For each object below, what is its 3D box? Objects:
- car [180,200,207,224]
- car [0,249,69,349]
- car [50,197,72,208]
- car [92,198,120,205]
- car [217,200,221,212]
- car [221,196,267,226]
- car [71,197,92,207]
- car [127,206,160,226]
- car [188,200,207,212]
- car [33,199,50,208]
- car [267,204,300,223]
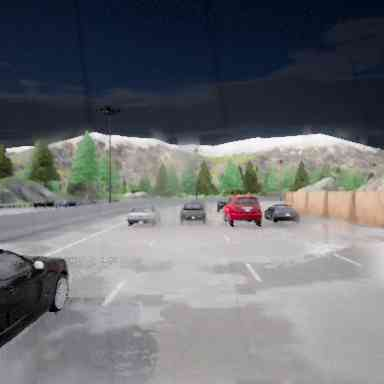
[{"bbox_3d":[0.101,1.598,25.681,2.128,1.511,4.902,0,0,0],"label":"car"},{"bbox_3d":[-3.399,1.498,4.711,1.882,1.535,5.008,0,0,0],"label":"car"},{"bbox_3d":[-19.294,1.566,51.407,2.097,1.767,4.553,0,0,11],"label":"car"},{"bbox_3d":[-12.430,1.718,50.045,2.128,1.511,4.902,0,0,11],"label":"car"},{"bbox_3d":[4.230,1.678,42.139,1.837,1.490,4.892,-1,-1,7],"label":"car"},{"bbox_3d":[3.602,1.320,24.254,2.150,2.045,5.566,0,-1,0],"label":"car"},{"bbox_3d":[-15.918,1.777,50.404,1.994,1.385,4.181,0,0,11],"label":"car"},{"bbox_3d":[-3.399,1.703,24.326,1.895,1.301,4.718,0,0,0],"label":"car"},{"bbox_3d":[0.823,1.743,42.931,1.994,1.385,4.181,0,0,7],"label":"car"},{"bbox_3d":[-22.728,1.822,52.091,1.895,1.301,4.718,0,0,11],"label":"car"},{"bbox_3d":[7.101,1.676,26.653,1.994,1.385,4.181,0,0,0],"label":"car"}]
